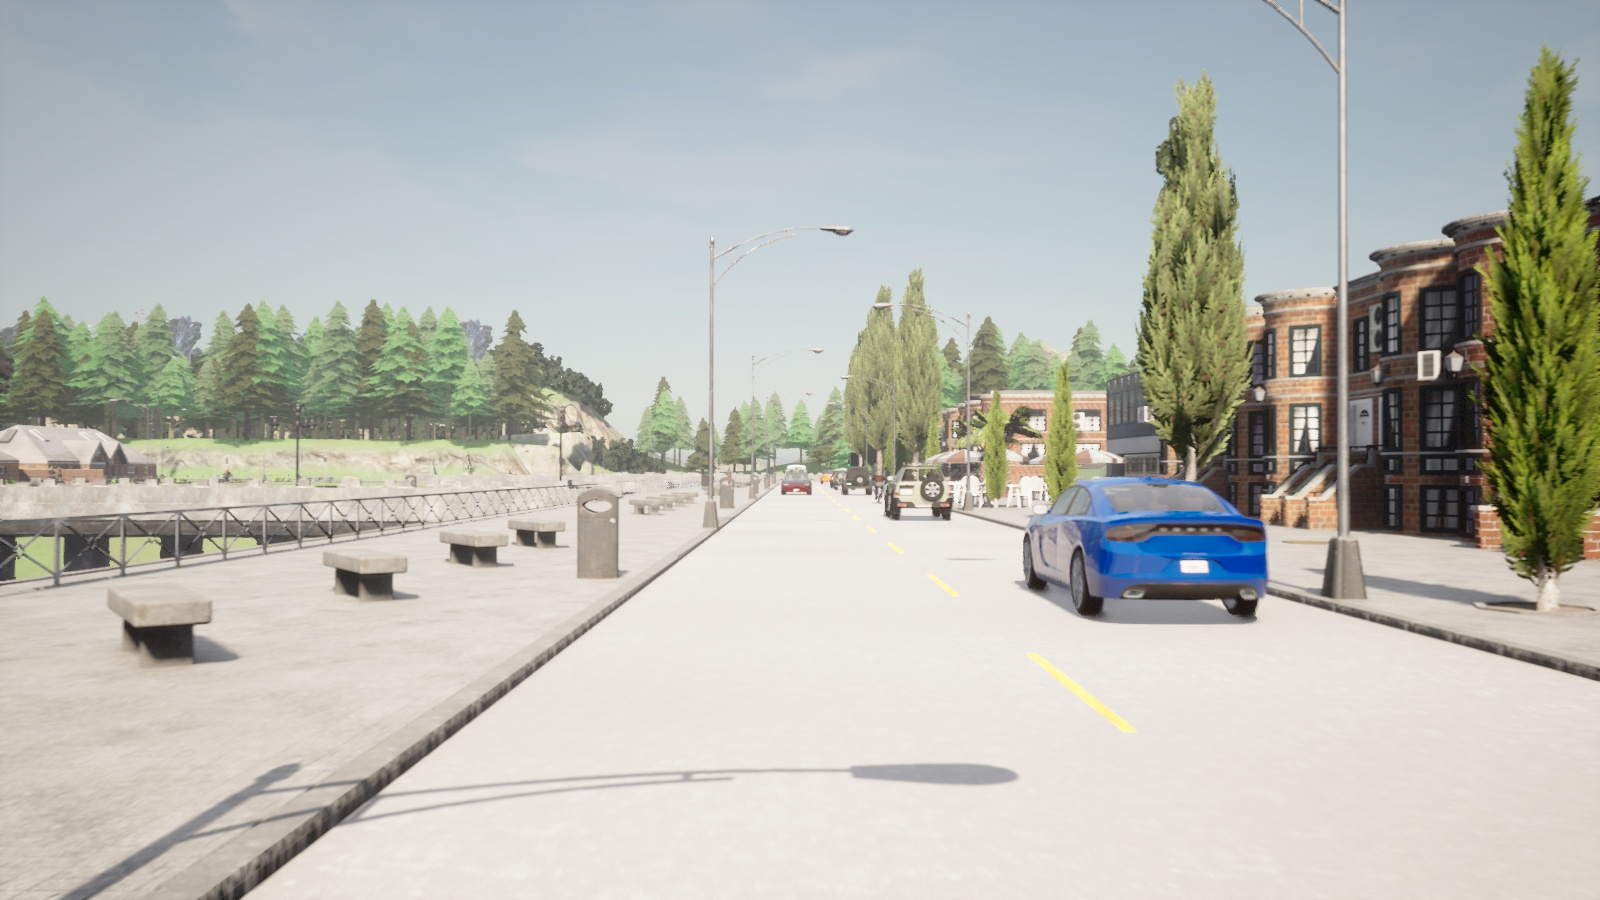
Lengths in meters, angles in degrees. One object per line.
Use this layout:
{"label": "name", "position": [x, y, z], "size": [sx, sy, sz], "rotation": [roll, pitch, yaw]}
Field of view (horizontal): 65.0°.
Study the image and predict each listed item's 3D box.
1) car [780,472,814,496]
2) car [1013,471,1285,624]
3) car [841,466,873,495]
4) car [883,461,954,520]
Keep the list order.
{"label": "car", "position": [-0.213, 2.193, 82.280], "size": [2.163, 1.488, 4.792], "rotation": [0, -1, 0]}
{"label": "car", "position": [3.959, 1.032, 15.238], "size": [1.882, 1.535, 5.008], "rotation": [0, -1, 0]}
{"label": "car", "position": [3.782, 1.993, 83.506], "size": [1.905, 1.878, 3.866], "rotation": [0, -1, 0]}
{"label": "car", "position": [3.890, 1.317, 41.896], "size": [1.932, 1.855, 4.605], "rotation": [0, -1, 0]}
